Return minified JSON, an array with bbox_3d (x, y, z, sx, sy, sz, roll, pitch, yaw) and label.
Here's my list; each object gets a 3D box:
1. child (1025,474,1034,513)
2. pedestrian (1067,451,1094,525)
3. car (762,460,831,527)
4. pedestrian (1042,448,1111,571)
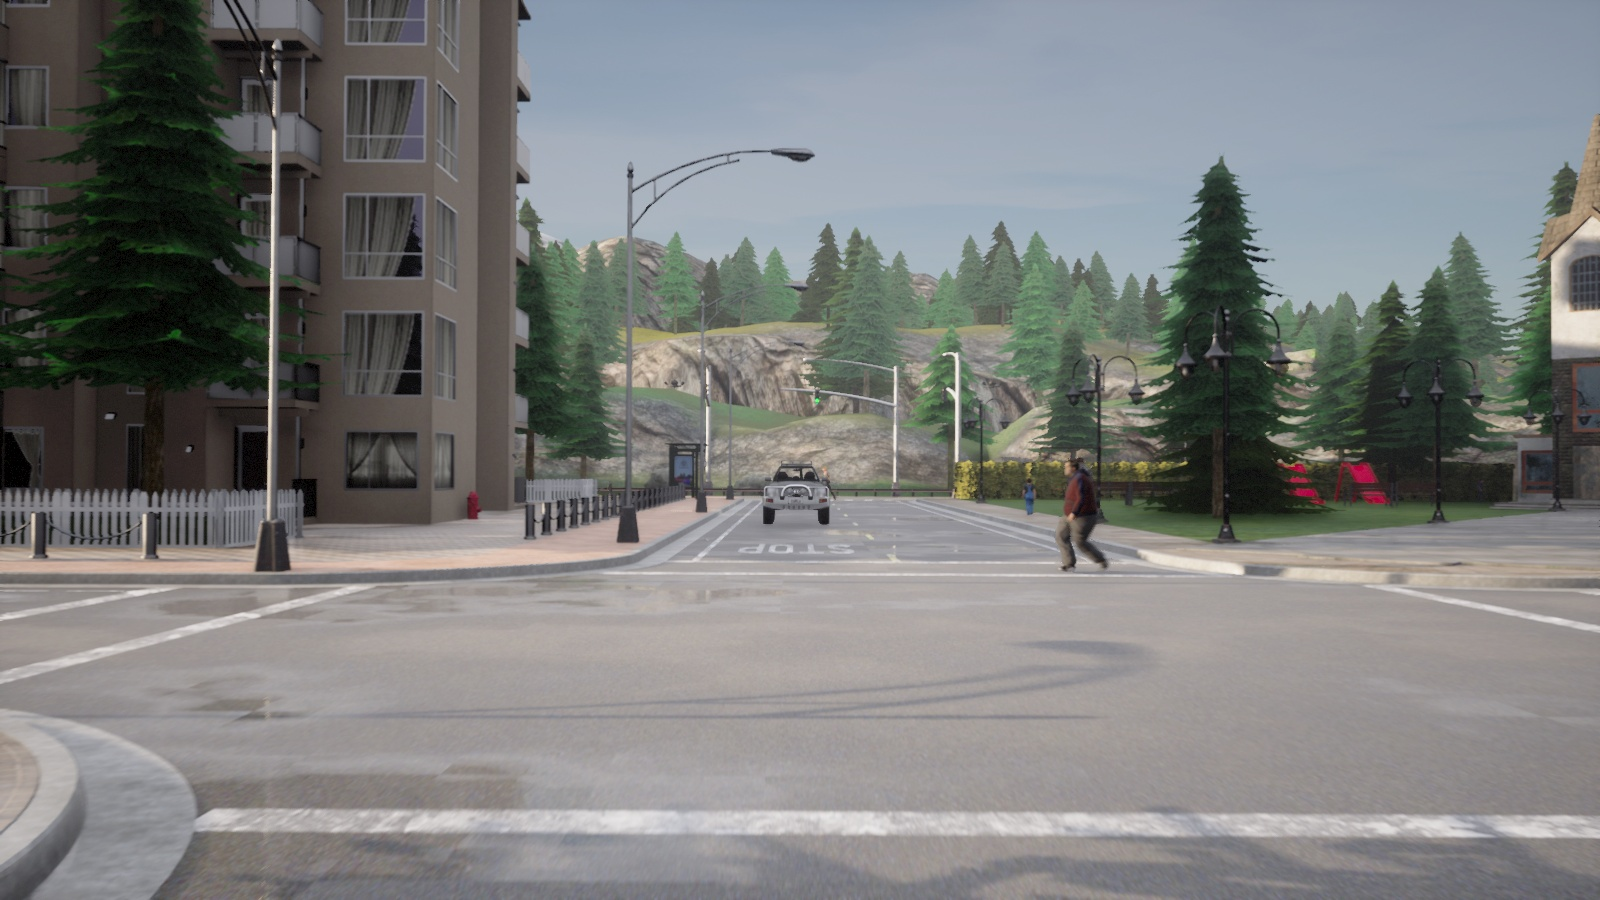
[{"bbox_3d":[7.547,1.415,41.233,0.270,1.263,0.437,0,-1,8],"label":"child"},{"bbox_3d":[7.480,1.001,33.499,0.659,1.952,0.873,0,-1,10],"label":"pedestrian"},{"bbox_3d":[-0.096,1.261,37.569,1.932,1.855,4.605,0,-1,0],"label":"car"},{"bbox_3d":[4.242,0.903,19.313,0.899,1.844,0.634,0,-1,0],"label":"pedestrian"}]
